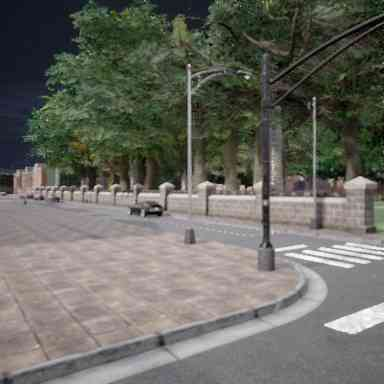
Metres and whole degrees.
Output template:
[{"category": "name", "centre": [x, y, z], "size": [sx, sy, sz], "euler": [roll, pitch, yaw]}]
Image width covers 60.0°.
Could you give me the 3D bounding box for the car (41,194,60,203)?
[{"category": "car", "centre": [-23.870, 1.134, 56.967], "size": [2.008, 1.369, 4.403], "euler": [0, 0, -35]}]

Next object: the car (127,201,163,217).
[{"category": "car", "centre": [-4.113, 1.435, 29.135], "size": [1.947, 1.339, 4.313], "euler": [0, 0, -35]}]

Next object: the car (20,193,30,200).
[{"category": "car", "centre": [-37.042, 0.877, 75.520], "size": [1.967, 1.590, 4.097], "euler": [0, 0, -35]}]

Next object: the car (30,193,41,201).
[{"category": "car", "centre": [-30.456, 1.087, 66.244], "size": [1.802, 1.307, 4.206], "euler": [0, 0, -35]}]
